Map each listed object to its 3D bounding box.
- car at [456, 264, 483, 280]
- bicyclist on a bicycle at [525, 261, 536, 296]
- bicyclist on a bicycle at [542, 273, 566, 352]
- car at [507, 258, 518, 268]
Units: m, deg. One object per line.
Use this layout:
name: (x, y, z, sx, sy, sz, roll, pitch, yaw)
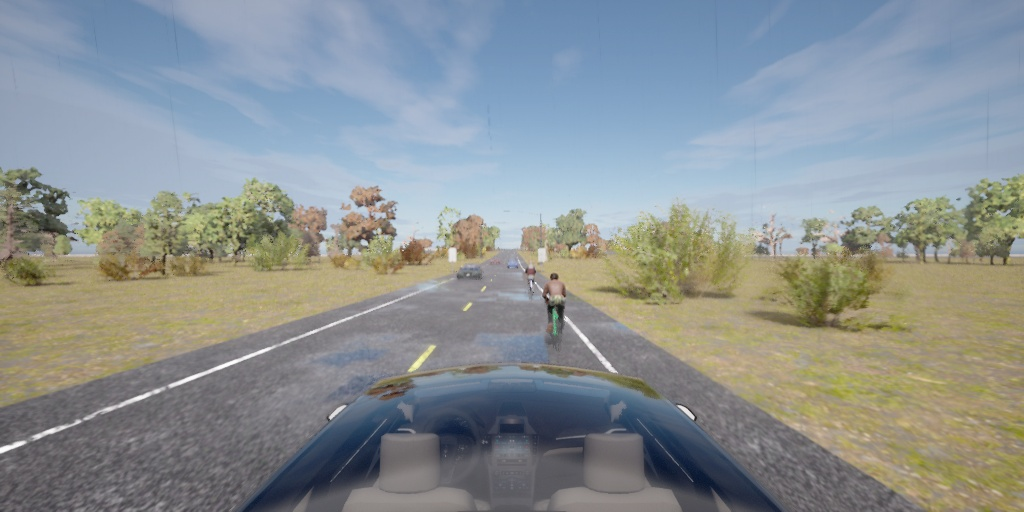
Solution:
car: (-3.593, 1.353, 31.168, 1.994, 1.385, 4.181, 0, 0, 0)
bicyclist on a bicycle: (0.966, 1.143, 18.638, 0.659, 1.776, 1.843, 0, 0, 0)
bicyclist on a bicycle: (0.965, 1.211, 8.034, 0.582, 1.620, 1.656, 0, 0, 0)
car: (0.113, 1.340, 61.535, 2.033, 1.411, 5.357, 0, 0, 0)
